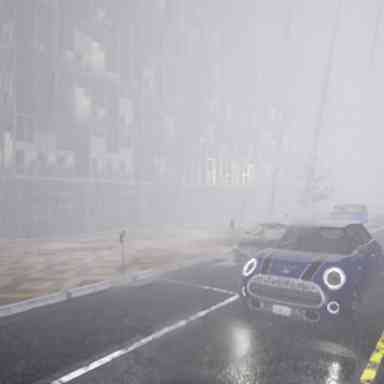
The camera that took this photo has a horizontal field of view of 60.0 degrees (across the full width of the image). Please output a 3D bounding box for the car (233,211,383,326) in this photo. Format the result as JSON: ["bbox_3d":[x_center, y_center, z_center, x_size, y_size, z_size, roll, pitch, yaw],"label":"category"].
[{"bbox_3d":[2.914,1.475,7.563,2.097,1.767,4.553,-1,-1,38],"label":"car"}]

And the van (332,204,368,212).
[{"bbox_3d":[10.070,1.655,21.253,1.690,1.788,3.998,-1,-1,38],"label":"van"}]

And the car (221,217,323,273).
[{"bbox_3d":[3.122,1.757,12.232,2.008,1.369,4.403,-1,-1,38],"label":"car"}]
